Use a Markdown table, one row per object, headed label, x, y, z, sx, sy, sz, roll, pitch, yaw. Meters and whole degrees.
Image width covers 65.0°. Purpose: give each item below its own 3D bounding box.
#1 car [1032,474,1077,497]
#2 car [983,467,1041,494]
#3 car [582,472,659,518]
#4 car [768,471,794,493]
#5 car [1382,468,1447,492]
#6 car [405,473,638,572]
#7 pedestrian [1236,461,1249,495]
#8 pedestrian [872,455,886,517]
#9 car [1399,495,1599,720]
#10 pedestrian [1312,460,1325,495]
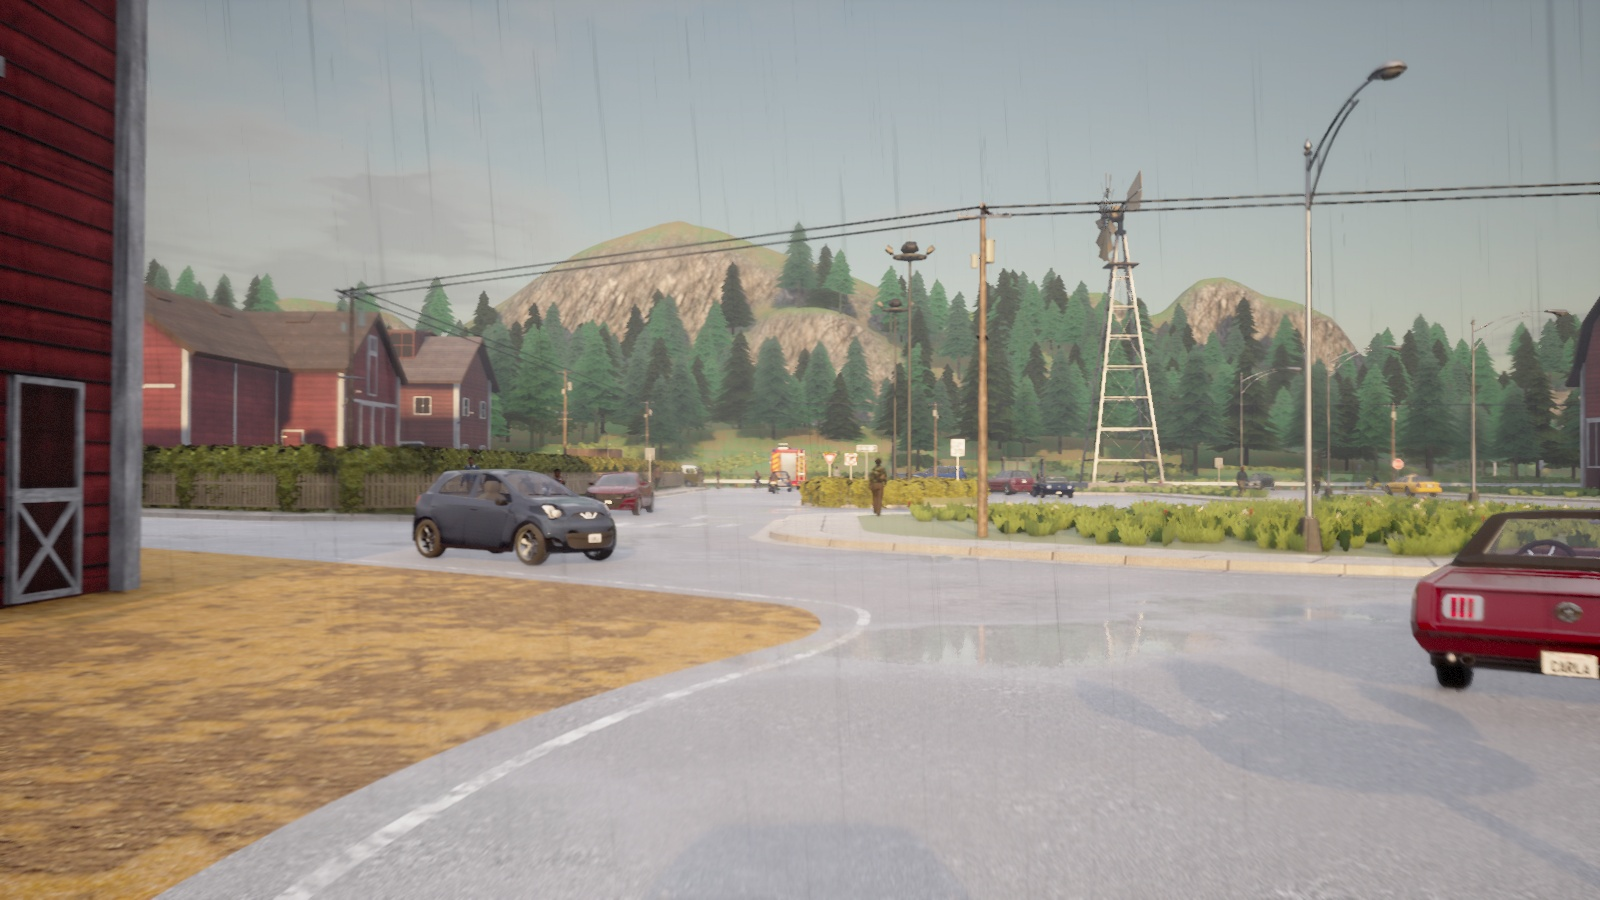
| label | x | y | z | sx | sy | sz | roll | pitch | yaw |
| --- | --- | --- | --- | --- | --- | --- | --- | --- | --- |
| car | 15.337 | 2.130 | 75.870 | 1.895 | 1.301 | 4.718 | 0 | -1 | 1 |
| car | 14.289 | 2.044 | 84.967 | 2.097 | 1.767 | 4.553 | 0 | -1 | -16 |
| car | -6.375 | 1.572 | 45.139 | 1.882 | 1.535 | 5.008 | 0 | -1 | 2 |
| car | -1.388 | 2.376 | 94.075 | 1.789 | 1.549 | 3.705 | 0 | -1 | 2 |
| car | 41.371 | 2.020 | 84.673 | 1.801 | 1.575 | 5.366 | 0 | -1 | 1 |
| car | -4.674 | 1.138 | 20.963 | 3.633 | 1.501 | 1.845 | -1 | -1 | 36 |
| pedestrian | 24.592 | 1.551 | 69.750 | 0.370 | 1.835 | 0.726 | 0 | -1 | -7 |
| pedestrian | 2.462 | 1.117 | 39.184 | 0.395 | 1.930 | 0.692 | 0 | -1 | 3 |
| car | 6.281 | 1.053 | 9.806 | 1.895 | 1.301 | 4.718 | -1 | -1 | 38 |
| pedestrian | 29.422 | 1.555 | 71.223 | 0.423 | 1.949 | 0.788 | 0 | -1 | 2 |
